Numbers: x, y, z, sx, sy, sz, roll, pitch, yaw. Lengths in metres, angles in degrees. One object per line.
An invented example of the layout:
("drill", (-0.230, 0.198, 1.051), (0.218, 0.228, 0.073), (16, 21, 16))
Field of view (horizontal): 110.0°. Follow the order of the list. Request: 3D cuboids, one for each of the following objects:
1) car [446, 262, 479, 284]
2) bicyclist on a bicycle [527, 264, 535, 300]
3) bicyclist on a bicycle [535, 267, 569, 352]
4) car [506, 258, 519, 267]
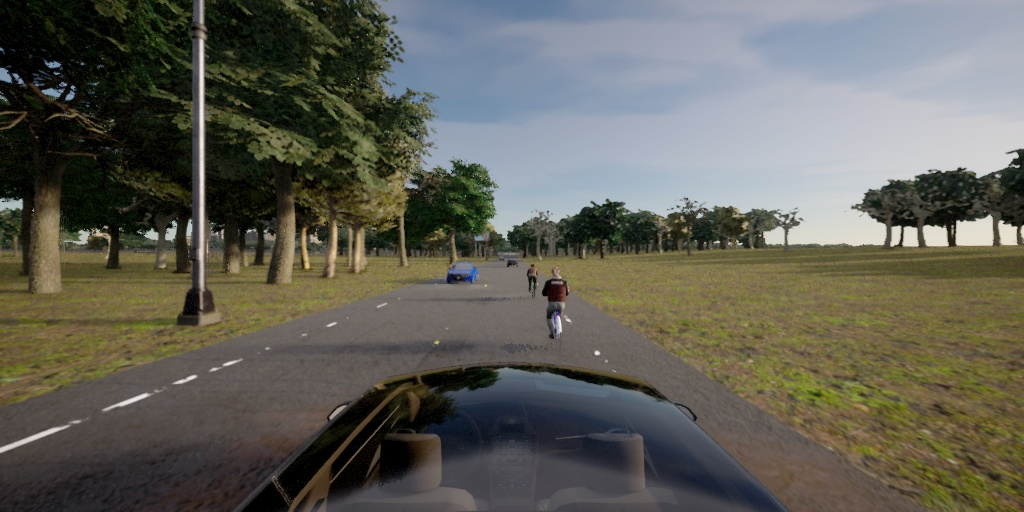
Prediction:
("car", (-3.598, 1.201, 26.664), (1.882, 1.535, 5.008), (0, 0, 0))
("bicyclist on a bicycle", (0.963, 1.196, 16.687), (0.582, 1.620, 1.656), (0, 0, 0))
("bicyclist on a bicycle", (0.962, 1.121, 8.022), (0.659, 1.776, 1.843), (0, 0, 0))
("car", (0.103, 1.107, 63.262), (1.837, 1.490, 4.892), (0, 0, 0))
